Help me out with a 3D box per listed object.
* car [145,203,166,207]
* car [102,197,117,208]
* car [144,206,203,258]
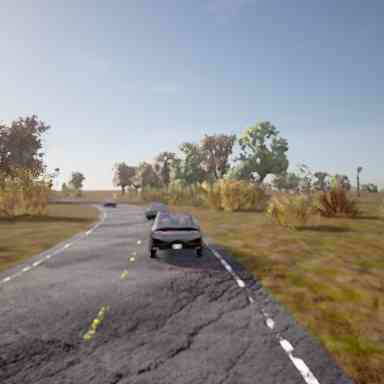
[{"bbox_3d":[-3.023,1.630,28.600,1.994,1.385,4.181,0,0,-11],"label":"car"},{"bbox_3d":[-12.619,1.576,50.684,1.882,1.535,5.008,0,0,-20],"label":"car"},{"bbox_3d":[-0.695,1.526,13.049,2.128,1.511,4.902,0,0,-5],"label":"car"}]
